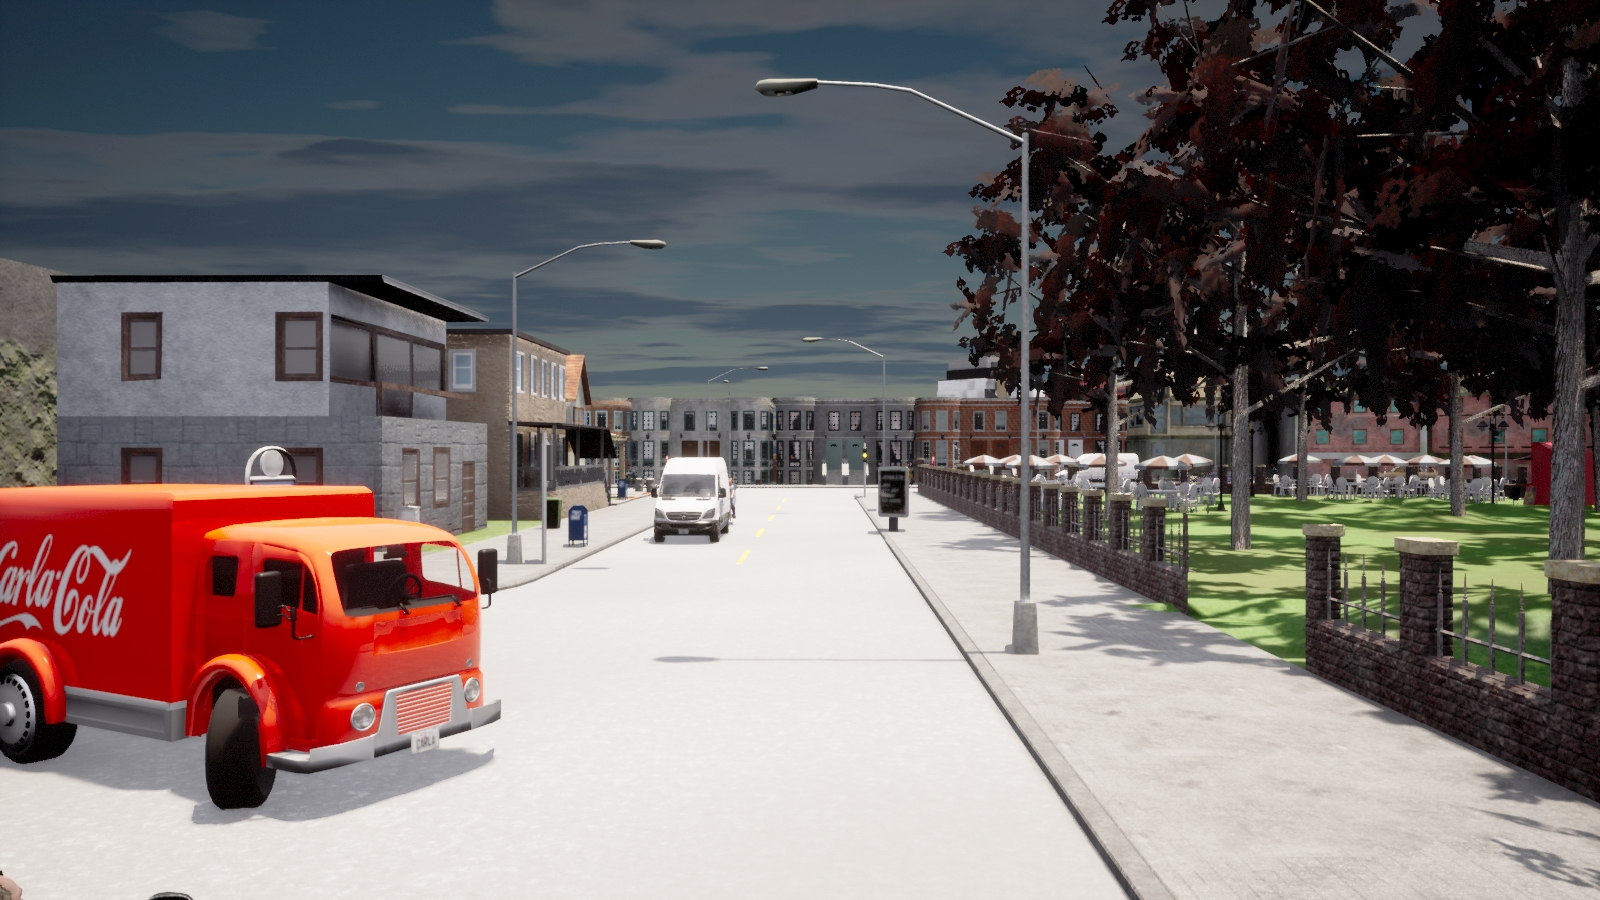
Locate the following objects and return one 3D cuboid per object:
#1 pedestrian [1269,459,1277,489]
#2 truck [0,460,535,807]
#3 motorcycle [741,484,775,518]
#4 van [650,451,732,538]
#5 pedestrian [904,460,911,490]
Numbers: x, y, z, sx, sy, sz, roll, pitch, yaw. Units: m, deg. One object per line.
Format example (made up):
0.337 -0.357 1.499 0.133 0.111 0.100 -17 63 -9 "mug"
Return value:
29.960 1.525 72.387 0.375 1.860 0.375 0 0 -1 "pedestrian"
-5.363 1.348 10.682 5.204 2.467 2.627 0 0 29 "truck"
-1.677 1.985 45.065 0.867 1.251 2.209 0 0 -15 "motorcycle"
-3.393 1.314 36.728 1.988 2.561 5.915 0 0 1 "van"
6.521 1.516 69.273 0.375 1.860 0.375 0 0 3 "pedestrian"
